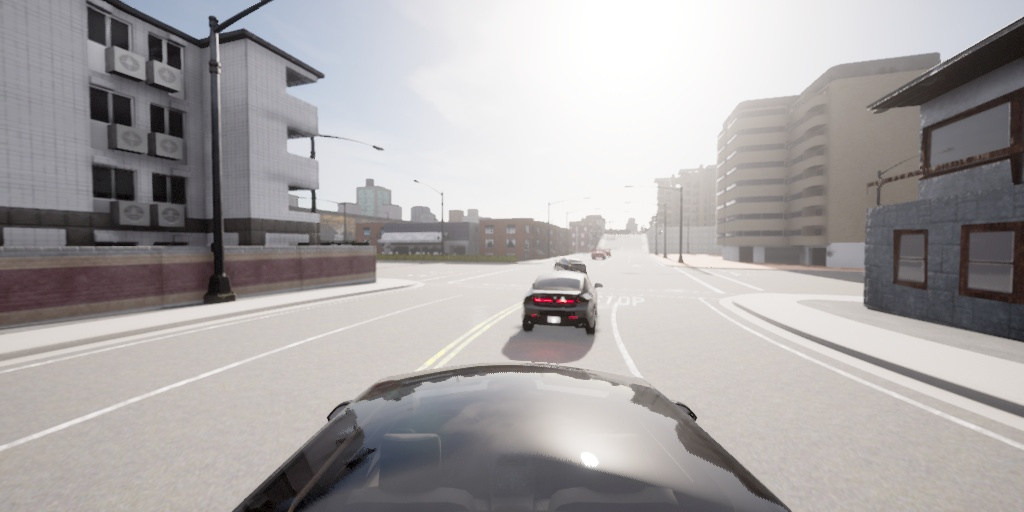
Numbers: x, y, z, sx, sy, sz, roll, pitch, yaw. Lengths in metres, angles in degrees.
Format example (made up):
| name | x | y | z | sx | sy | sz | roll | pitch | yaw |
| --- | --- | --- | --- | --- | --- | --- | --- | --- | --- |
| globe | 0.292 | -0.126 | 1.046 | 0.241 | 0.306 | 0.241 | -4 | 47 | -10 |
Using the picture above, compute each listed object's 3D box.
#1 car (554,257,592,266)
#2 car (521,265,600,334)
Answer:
| name | x | y | z | sx | sy | sz | roll | pitch | yaw |
| --- | --- | --- | --- | --- | --- | --- | --- | --- | --- |
| car | 4.994 | 0.901 | 31.565 | 1.837 | 1.490 | 4.892 | 1 | 2 | -9 |
| car | 1.549 | 1.205 | 10.589 | 1.837 | 1.490 | 4.892 | 0 | 0 | 14 |
